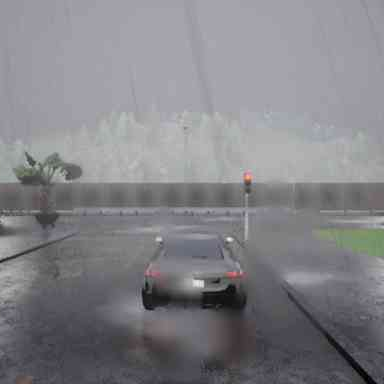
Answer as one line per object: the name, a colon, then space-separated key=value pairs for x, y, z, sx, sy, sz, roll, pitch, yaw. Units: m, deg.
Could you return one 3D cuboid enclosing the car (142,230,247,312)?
car: x=0.053 y=1.561 z=7.771 sx=1.994 sy=1.385 sz=4.181 roll=0 pitch=0 yaw=0
